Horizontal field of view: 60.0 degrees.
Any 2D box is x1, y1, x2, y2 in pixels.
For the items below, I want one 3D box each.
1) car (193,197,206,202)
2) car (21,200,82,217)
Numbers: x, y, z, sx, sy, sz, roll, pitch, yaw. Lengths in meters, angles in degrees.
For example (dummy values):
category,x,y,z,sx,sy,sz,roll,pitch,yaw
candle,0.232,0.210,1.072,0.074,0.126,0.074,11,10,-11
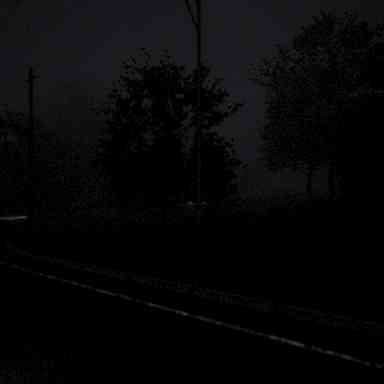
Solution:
category,x,y,z,sx,sy,sz,roll,pitch,yaw
car,2.012,0.681,50.887,1.812,1.442,4.674,0,3,39
car,-13.226,1.502,31.726,2.033,1.411,5.357,0,1,38
